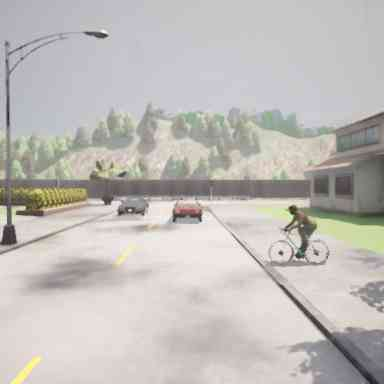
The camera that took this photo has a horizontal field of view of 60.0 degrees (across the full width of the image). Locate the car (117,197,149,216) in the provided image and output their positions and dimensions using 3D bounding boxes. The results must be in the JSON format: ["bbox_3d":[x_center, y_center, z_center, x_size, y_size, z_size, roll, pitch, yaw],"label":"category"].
[{"bbox_3d":[-4.476,1.089,25.824,1.994,1.385,4.181,0,1,-1],"label":"car"}]

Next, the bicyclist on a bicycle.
[{"bbox_3d":[2.879,1.173,8.960,1.656,1.620,0.582,0,1,-1],"label":"bicyclist on a bicycle"}]

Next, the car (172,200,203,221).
[{"bbox_3d":[-0.309,1.168,22.401,1.895,1.301,4.718,0,1,-1],"label":"car"}]
